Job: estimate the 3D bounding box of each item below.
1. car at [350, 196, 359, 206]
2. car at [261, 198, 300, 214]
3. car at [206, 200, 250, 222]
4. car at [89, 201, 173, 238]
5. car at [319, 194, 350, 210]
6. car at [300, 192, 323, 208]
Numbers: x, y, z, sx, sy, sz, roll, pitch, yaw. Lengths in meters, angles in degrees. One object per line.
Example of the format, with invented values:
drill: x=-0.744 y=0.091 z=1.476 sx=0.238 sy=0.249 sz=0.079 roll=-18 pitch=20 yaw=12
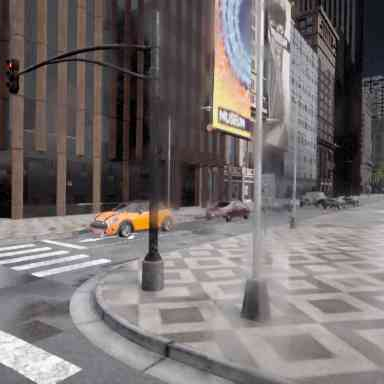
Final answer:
car: x=23.636 y=1.297 z=49.583 sx=1.837 sy=1.490 sz=4.892 roll=1 pitch=1 yaw=35
car: x=8.892 y=1.373 z=34.113 sx=2.033 sy=1.411 sz=5.357 roll=1 pitch=1 yaw=35
car: x=2.881 y=1.392 z=25.630 sx=1.812 sy=1.442 sz=4.674 roll=1 pitch=1 yaw=36
car: x=-3.061 y=1.258 z=17.276 sx=2.097 sy=1.767 sz=4.553 roll=1 pitch=1 yaw=36
car: x=17.653 y=1.342 z=41.045 sx=1.837 sy=1.490 sz=4.892 roll=1 pitch=1 yaw=36
car: x=16.021 y=0.991 z=44.072 sx=2.150 sy=2.045 sz=5.566 roll=1 pitch=2 yaw=35
